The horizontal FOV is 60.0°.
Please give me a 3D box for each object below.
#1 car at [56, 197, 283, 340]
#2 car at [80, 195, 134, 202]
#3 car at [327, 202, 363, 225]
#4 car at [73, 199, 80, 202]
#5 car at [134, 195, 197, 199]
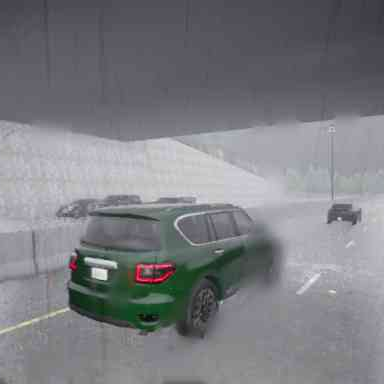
[{"bbox_3d":[0.138,1.232,6.948,2.150,2.045,5.566,0,0,32],"label":"car"},{"bbox_3d":[-6.642,1.258,29.280,2.150,2.045,5.566,0,0,32],"label":"car"},{"bbox_3d":[11.239,1.533,24.420,1.837,1.490,4.892,0,0,32],"label":"car"},{"bbox_3d":[-10.061,1.390,30.422,2.097,1.767,4.553,0,0,32],"label":"car"},{"bbox_3d":[-1.381,1.251,24.506,2.150,2.045,5.566,0,0,32],"label":"car"}]
